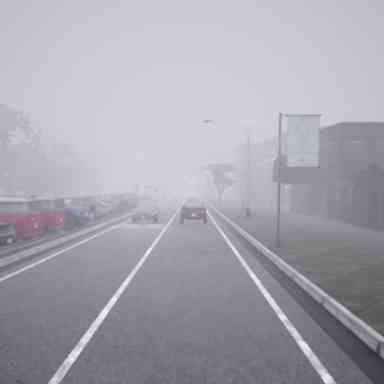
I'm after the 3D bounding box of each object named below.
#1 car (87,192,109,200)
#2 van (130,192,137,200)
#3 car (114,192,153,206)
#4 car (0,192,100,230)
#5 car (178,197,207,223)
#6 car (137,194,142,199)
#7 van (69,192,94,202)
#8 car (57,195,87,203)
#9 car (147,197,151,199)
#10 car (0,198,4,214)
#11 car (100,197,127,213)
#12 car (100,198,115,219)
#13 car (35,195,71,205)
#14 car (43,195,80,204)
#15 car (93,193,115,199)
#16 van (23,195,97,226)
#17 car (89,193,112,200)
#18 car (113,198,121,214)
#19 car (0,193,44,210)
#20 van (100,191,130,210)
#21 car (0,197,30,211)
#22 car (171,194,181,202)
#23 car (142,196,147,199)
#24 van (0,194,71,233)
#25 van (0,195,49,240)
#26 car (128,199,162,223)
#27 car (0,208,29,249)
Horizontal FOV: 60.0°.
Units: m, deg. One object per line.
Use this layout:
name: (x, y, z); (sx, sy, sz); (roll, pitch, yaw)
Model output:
car: (-22.100, 0.942, 78.015); (4.553, 1.767, 2.185); (0, 0, 0)
van: (-8.834, 1.176, 37.121); (4.442, 1.987, 1.878); (0, 0, 0)
car: (-8.936, 1.036, 51.141); (5.566, 2.045, 2.435); (0, 0, 0)
car: (-8.907, 1.216, 20.298); (5.566, 2.045, 2.435); (0, 0, 0)
car: (0.110, 1.426, 25.319); (1.882, 1.535, 5.008); (0, 0, 0)
car: (-8.948, 1.380, 39.930); (5.008, 1.535, 2.097); (0, 0, 0)
van: (-22.175, 0.932, 66.911); (4.442, 1.987, 1.878); (0, 0, 0)
car: (-22.024, 1.233, 61.363); (4.792, 1.488, 2.163); (0, 0, 0)
car: (-8.776, 1.307, 48.340); (5.366, 1.575, 1.946); (0, 0, 0)
car: (-22.212, 1.423, 33.604); (5.366, 1.575, 1.946); (0, 0, 0)
car: (-8.975, 1.468, 31.518); (4.792, 1.488, 2.163); (0, 0, 0)
car: (-8.947, 1.460, 25.907); (4.892, 1.521, 2.231); (0, 0, 0)
car: (-22.074, 1.302, 53.036); (4.792, 1.488, 2.163); (0, 0, 0)
car: (-21.862, 1.246, 55.811); (5.366, 1.575, 1.946); (0, 0, 0)
car: (-22.068, 1.025, 83.567); (4.892, 1.521, 2.231); (0, 0, 0)
van: (-9.055, 1.240, 23.099); (4.442, 1.987, 1.878); (0, 0, 0)
car: (-22.077, 1.046, 80.792); (5.008, 1.535, 2.097); (0, 0, 0)
car: (-8.940, 1.490, 28.710); (4.674, 1.452, 2.002); (0, 0, 0)
car: (-22.006, 1.113, 41.932); (5.566, 2.045, 2.435); (0, 0, 0)
van: (-9.065, 1.195, 34.320); (4.442, 1.987, 1.878); (0, 0, 0)
car: (-22.026, 1.389, 39.160); (4.892, 1.521, 2.231); (0, 0, 0)
car: (-3.224, 1.185, 67.326); (1.812, 1.442, 4.674); (0, 1, 0)
car: (-8.961, 1.374, 45.537); (4.674, 1.452, 2.002); (0, 0, 0)
van: (-9.049, 1.243, 17.494); (4.442, 1.987, 1.878); (0, 0, 0)
van: (-9.047, 1.244, 14.691); (4.442, 1.987, 1.878); (0, 0, 0)
car: (-3.326, 1.475, 25.056); (1.812, 1.442, 4.674); (0, 0, 0)
car: (-8.921, 1.473, 11.888); (4.892, 1.521, 2.231); (0, 0, 0)
